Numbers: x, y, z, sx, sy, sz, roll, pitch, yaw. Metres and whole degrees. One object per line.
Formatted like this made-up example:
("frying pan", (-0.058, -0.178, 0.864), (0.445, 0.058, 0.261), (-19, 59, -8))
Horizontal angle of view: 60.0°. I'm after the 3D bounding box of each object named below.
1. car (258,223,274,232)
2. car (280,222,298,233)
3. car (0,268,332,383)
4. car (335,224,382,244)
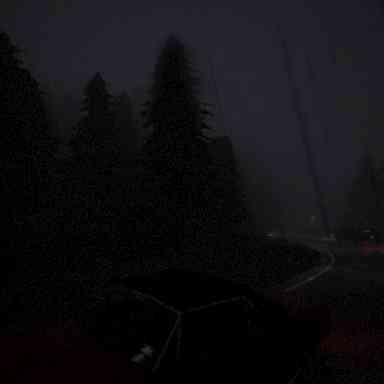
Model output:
("car", (9.622, 4.781, 43.846), (1.994, 1.385, 4.181), (-1, -4, 7))
("car", (13.213, 4.855, 45.302), (1.812, 1.442, 4.674), (-1, -5, 9))
("car", (-0.457, 1.645, 3.557), (4.718, 1.301, 1.895), (1, -1, -42))
("car", (13.213, 3.290, 26.807), (2.128, 1.511, 4.902), (-1, -4, 0))
